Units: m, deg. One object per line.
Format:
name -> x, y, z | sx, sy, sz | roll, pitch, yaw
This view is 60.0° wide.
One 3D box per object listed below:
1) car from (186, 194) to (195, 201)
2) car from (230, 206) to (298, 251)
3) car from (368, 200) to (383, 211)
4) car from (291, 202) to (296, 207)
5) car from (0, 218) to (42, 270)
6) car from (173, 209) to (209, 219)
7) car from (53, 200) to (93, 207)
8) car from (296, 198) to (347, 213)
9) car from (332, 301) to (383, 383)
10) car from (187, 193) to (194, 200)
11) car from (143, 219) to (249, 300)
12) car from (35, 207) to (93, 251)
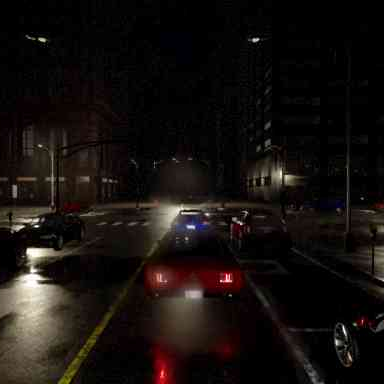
car -> -0.329, 1.409, 82.255 | 2.097, 1.767, 4.553 | 0, 0, 0
car -> 2.720, 1.441, 13.980 | 1.967, 1.590, 4.097 | 0, 0, 0
car -> 23.000, 1.487, 38.925 | 4.181, 1.385, 1.994 | 0, 0, -1
car -> 14.101, 1.447, 38.858 | 4.892, 1.490, 1.837 | 0, 0, 1
car -> -5.788, 1.566, 8.317 | 1.947, 1.339, 4.313 | 0, 0, 0
car -> -0.047, 1.565, 17.108 | 1.994, 1.385, 4.181 | 0, 0, 0
car -> -12.718, 1.587, 35.484 | 4.181, 1.385, 1.994 | 0, 0, 0
car -> 14.073, 1.484, 35.618 | 4.674, 1.442, 1.812 | 0, 0, 1
car -> 2.753, 1.566, 2.708 | 1.947, 1.339, 4.313 | 0, 0, 0
car -> -0.399, 1.288, 92.263 | 2.097, 1.767, 4.553 | 0, 0, 0
car -> 0.040, 1.601, 8.352 | 1.895, 1.301, 4.718 | 0, 0, 0
car -> -5.805, 1.551, 13.954 | 2.008, 1.369, 4.403 | 0, 0, 0
